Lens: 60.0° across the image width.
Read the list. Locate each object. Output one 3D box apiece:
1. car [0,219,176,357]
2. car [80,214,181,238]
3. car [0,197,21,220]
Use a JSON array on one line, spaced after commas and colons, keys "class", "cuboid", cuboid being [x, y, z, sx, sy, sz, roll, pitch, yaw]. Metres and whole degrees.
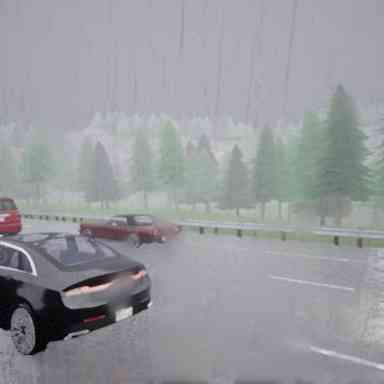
[{"class": "car", "cuboid": [-2.923, 1.500, 6.075, 4.902, 1.511, 2.128, 0, 0, 35]}, {"class": "car", "cuboid": [-2.886, 1.618, 14.644, 4.718, 1.301, 1.895, 0, 0, 35]}, {"class": "car", "cuboid": [-10.171, 1.248, 15.553, 5.566, 2.045, 2.150, 0, 0, 36]}]
